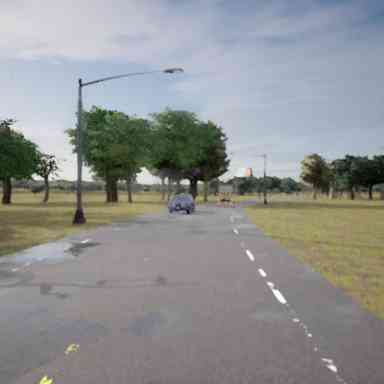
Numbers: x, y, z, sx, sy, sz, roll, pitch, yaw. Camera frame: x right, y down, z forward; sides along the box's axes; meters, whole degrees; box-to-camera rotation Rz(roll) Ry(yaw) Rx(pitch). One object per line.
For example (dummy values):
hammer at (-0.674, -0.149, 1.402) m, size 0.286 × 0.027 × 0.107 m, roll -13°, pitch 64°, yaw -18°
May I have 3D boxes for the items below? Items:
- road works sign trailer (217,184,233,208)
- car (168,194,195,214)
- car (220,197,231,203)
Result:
road works sign trailer at (5.265, 0.612, 51.788) m, size 2.380 × 3.560 × 2.880 m, roll 0°, pitch 0°, yaw 12°
car at (-1.026, 1.263, 35.809) m, size 2.150 × 2.045 × 5.566 m, roll 0°, pitch 0°, yaw 8°
car at (7.509, 1.763, 75.316) m, size 1.895 × 1.301 × 4.718 m, roll 0°, pitch 0°, yaw 16°
